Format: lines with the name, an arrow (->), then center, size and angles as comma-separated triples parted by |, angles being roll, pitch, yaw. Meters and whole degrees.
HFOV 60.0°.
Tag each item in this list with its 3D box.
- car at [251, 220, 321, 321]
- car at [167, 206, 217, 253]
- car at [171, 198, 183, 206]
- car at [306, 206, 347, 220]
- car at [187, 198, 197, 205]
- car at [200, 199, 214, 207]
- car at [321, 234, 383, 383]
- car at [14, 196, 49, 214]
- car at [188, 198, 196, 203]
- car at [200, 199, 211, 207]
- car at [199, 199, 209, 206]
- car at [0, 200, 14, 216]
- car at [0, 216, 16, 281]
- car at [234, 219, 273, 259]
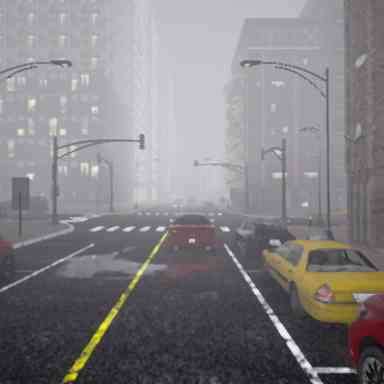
car -> 2.691, 1.597, 7.380 | 1.752, 1.417, 4.829 | 0, -1, 0
car -> -0.003, 1.618, 14.486 | 1.882, 1.535, 5.008 | 0, 0, 0
car -> -3.007, 2.260, 73.991 | 1.812, 1.442, 4.674 | 0, -1, 0
car -> 14.639, 2.174, 35.229 | 4.829, 1.417, 1.752 | 1, -2, 0
car -> -0.006, 2.083, 75.818 | 2.097, 1.767, 4.553 | 0, -1, 0
car -> 2.736, 2.122, 54.913 | 1.802, 1.307, 4.206 | 0, -1, 0
car -> 2.691, 1.331, 1.530 | 2.192, 1.841, 5.009 | 0, -1, 0
car -> -17.697, 1.365, 34.957 | 5.009, 1.841, 2.192 | 1, -2, 0
car -> -0.007, 2.248, 87.514 | 2.033, 1.411, 5.357 | 0, -1, 0
car -> 2.685, 2.223, 67.830 | 2.008, 1.369, 4.403 | 0, -1, 0
car -> 2.685, 2.281, 73.478 | 2.008, 1.369, 4.403 | 0, -1, 0
car -> -17.561, 1.265, 26.579 | 5.009, 1.841, 2.192 | 1, -2, 0
car -> -5.689, 1.510, 7.208 | 1.967, 1.590, 4.097 | 0, -1, 0
car -> 2.690, 1.691, 12.892 | 1.947, 1.339, 4.313 | 0, -1, 0
